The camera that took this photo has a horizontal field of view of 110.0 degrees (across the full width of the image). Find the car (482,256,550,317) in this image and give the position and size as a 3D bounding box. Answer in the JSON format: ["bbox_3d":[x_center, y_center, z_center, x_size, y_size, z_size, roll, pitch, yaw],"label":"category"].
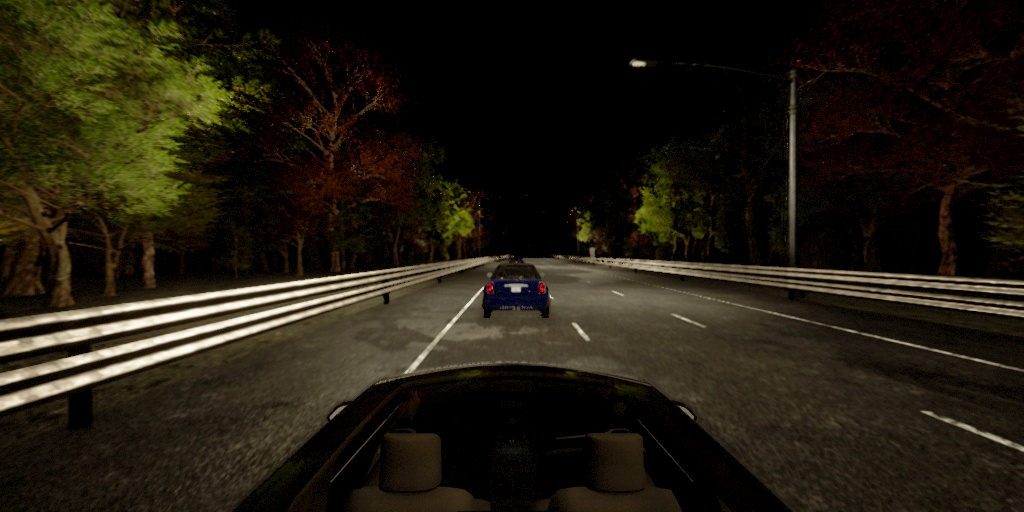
[{"bbox_3d":[0.133,1.014,12.921,2.097,1.767,4.553,0,0,0],"label":"car"}]

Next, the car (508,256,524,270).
[{"bbox_3d":[0.561,0.825,46.499,2.033,1.649,4.856,0,0,1],"label":"car"}]
